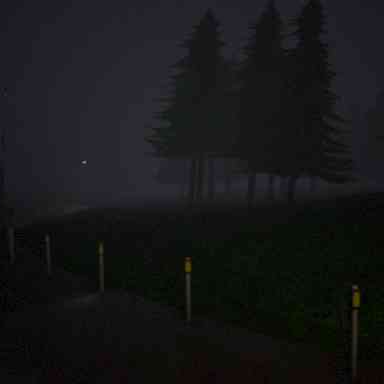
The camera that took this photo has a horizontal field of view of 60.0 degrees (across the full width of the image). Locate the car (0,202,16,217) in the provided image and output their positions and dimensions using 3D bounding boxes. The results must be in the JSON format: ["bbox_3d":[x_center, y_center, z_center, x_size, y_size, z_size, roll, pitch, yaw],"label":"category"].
[{"bbox_3d":[-20.855,1.842,36.042,2.097,1.767,4.553,3,-1,-7],"label":"car"}]
